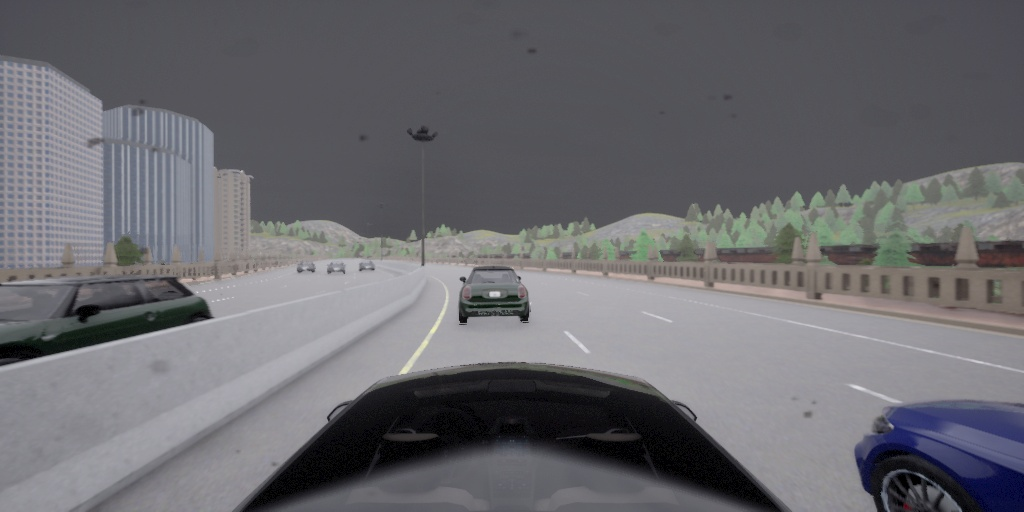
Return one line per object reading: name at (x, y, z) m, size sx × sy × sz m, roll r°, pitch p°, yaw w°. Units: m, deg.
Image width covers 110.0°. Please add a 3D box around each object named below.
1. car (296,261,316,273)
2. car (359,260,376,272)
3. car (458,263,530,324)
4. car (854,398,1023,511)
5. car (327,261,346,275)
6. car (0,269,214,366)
car at (-25.772, 1.361, 45.071) m, size 2.128 × 1.511 × 4.902 m, roll 0°, pitch 0°, yaw -25°
car at (-19.446, 1.335, 48.074) m, size 2.128 × 1.511 × 4.902 m, roll 0°, pitch 0°, yaw -25°
car at (-0.714, 1.107, 12.293) m, size 2.097 × 1.767 × 4.553 m, roll 0°, pitch 0°, yaw -6°
car at (3.461, 1.261, 0.693) m, size 1.812 × 1.442 × 4.674 m, roll 0°, pitch 0°, yaw 1°
car at (-20.354, 1.335, 41.752) m, size 2.128 × 1.511 × 4.902 m, roll 0°, pitch 0°, yaw -25°
car at (-7.366, 1.134, 5.755) m, size 2.097 × 1.767 × 4.553 m, roll 0°, pitch 0°, yaw -4°
